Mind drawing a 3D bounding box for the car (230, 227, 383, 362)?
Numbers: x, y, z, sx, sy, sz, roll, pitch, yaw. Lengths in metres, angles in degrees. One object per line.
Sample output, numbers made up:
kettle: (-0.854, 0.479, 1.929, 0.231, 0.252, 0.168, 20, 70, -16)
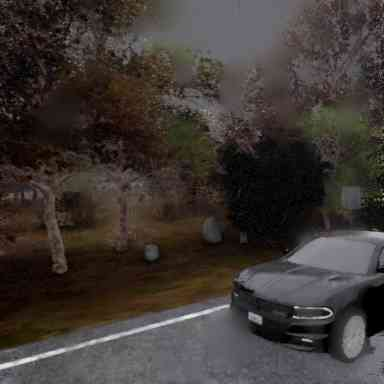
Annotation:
car: (2.911, 1.463, 6.045, 5.008, 1.535, 1.882, 0, 0, -35)
